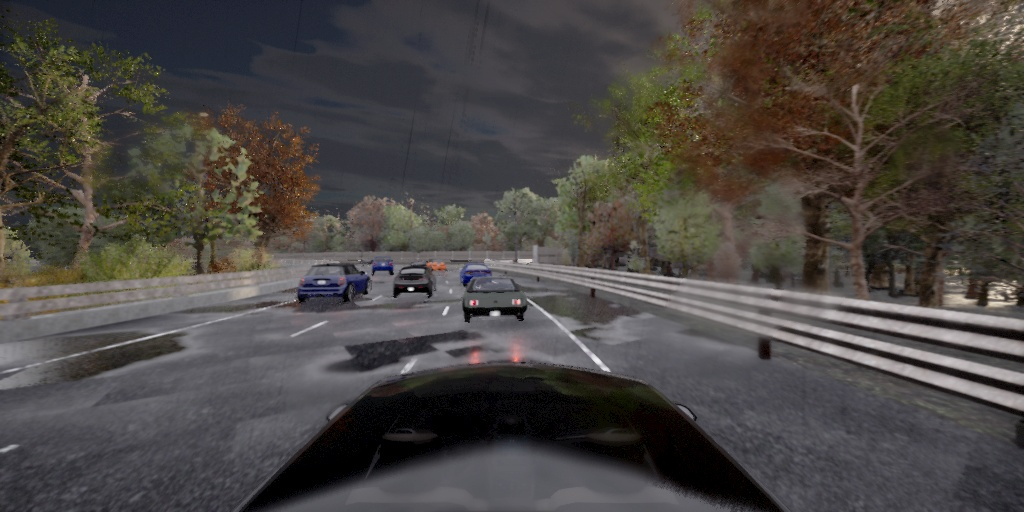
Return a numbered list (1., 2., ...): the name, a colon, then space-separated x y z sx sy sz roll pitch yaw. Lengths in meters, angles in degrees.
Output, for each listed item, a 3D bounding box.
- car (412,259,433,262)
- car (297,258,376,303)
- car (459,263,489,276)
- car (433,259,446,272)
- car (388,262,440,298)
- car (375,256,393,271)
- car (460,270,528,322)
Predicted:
1. car: -9.944 1.276 37.818 2.128 1.511 4.902 0 0 -19
2. car: -8.307 1.131 17.193 2.097 1.767 4.553 0 0 -8
3. car: -2.576 1.236 24.940 1.882 1.535 5.008 0 0 -12
4. car: -10.217 1.137 47.583 2.097 1.767 4.553 0 0 -24
5. car: -5.012 1.272 18.892 1.837 1.490 4.892 0 0 -9
6. car: -14.621 1.022 40.414 2.150 2.045 5.566 0 0 -22
7. car: -0.701 1.353 12.405 1.895 1.301 4.718 0 0 -6
